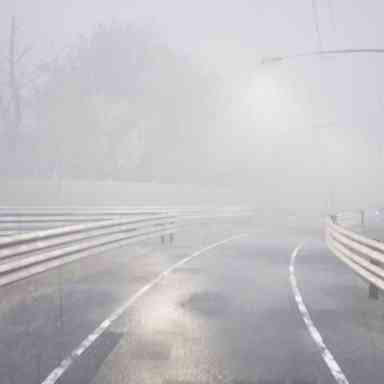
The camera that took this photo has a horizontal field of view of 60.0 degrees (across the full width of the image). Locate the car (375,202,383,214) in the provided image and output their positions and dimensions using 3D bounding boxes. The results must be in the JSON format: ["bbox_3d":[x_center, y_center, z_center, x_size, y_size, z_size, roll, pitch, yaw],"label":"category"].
[{"bbox_3d":[30.747,2.656,52.446,1.837,1.490,4.892,1,-1,38],"label":"car"}]

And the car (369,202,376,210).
[{"bbox_3d":[35.649,2.729,64.255,2.128,1.511,4.902,1,-1,38],"label":"car"}]
